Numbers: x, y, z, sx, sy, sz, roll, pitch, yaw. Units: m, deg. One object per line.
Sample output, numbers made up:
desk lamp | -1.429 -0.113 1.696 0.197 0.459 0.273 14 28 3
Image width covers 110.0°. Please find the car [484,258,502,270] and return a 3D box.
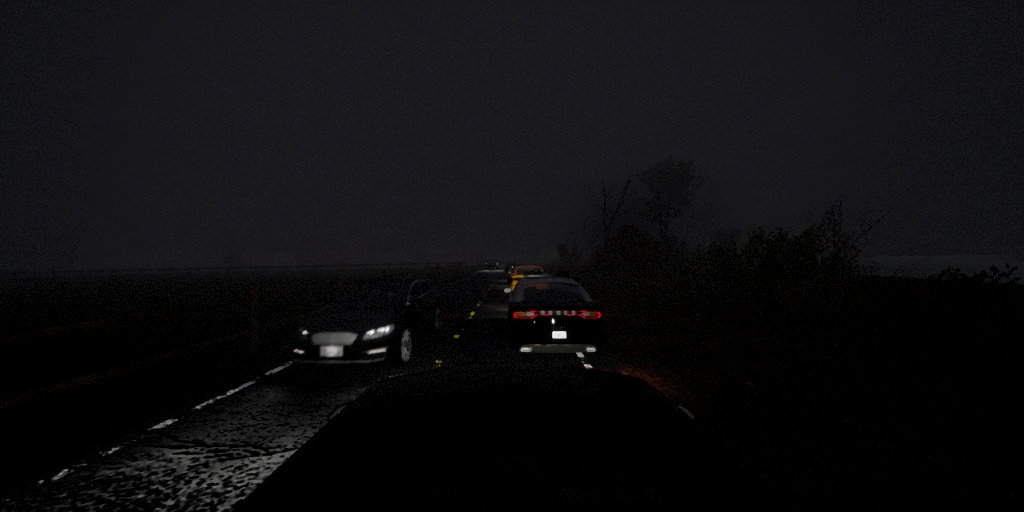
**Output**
car | -2.826 1.130 51.332 2.097 1.767 4.553 0 0 0

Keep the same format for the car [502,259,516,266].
car | 0.063 1.335 46.642 1.994 1.385 4.181 0 0 0

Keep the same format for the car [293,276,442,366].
car | -2.850 1.241 8.111 2.128 1.511 4.902 0 0 0

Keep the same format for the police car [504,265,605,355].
police car | 0.828 1.174 8.853 1.930 1.638 5.238 0 0 0

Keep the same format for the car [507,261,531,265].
car | 0.832 1.228 18.743 1.882 1.535 5.008 0 0 0
